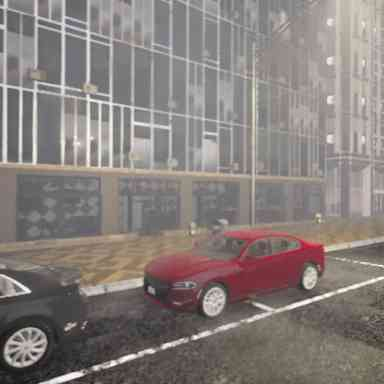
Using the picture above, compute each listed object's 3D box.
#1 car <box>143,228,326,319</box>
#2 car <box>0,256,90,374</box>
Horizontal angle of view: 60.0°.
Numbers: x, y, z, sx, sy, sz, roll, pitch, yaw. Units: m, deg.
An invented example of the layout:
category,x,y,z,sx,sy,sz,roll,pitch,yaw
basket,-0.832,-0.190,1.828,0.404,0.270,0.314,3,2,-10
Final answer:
category,x,y,z,sx,sy,sz,roll,pitch,yaw
car,1.102,1.531,7.336,4.507,1.381,1.887,0,1,-35
car,-3.530,1.553,4.034,4.403,1.369,2.008,0,1,-35
